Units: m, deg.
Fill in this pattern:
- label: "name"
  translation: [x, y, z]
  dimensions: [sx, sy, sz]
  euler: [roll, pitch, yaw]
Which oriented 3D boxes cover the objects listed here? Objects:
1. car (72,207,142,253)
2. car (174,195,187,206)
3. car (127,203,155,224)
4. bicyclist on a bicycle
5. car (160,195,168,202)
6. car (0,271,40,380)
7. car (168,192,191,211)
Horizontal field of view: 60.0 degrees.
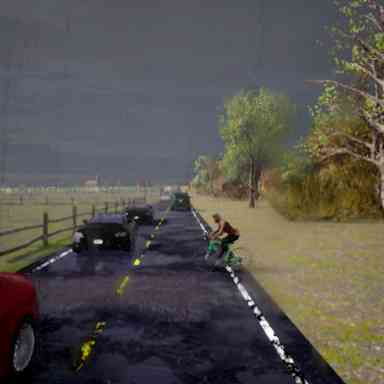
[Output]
- label: "car"
  translation: [-3.311, 1.512, 13.320]
  dimensions: [1.994, 1.385, 4.181]
  euler: [0, 0, -3]
- label: "car"
  translation: [-1.748, 1.226, 49.851]
  dimensions: [1.882, 1.535, 5.008]
  euler: [0, 0, -2]
- label: "car"
  translation: [-3.690, 1.464, 23.432]
  dimensions: [1.994, 1.385, 4.181]
  euler: [0, 0, -3]
- label: "bicyclist on a bicycle"
  translation: [0.846, 1.416, 9.198]
  dimensions: [1.656, 1.620, 0.582]
  euler: [0, 0, -2]
- label: "car"
  translation: [-5.235, 1.252, 66.019]
  dimensions: [1.895, 1.301, 4.718]
  euler: [0, 0, -2]
- label: "car"
  translation: [-2.908, 1.516, 2.753]
  dimensions: [1.812, 1.442, 4.674]
  euler: [0, 0, -2]
- label: "car"
  translation: [-1.285, 1.042, 37.766]
  dimensions: [2.150, 2.045, 5.566]
  euler: [0, 1, -2]
